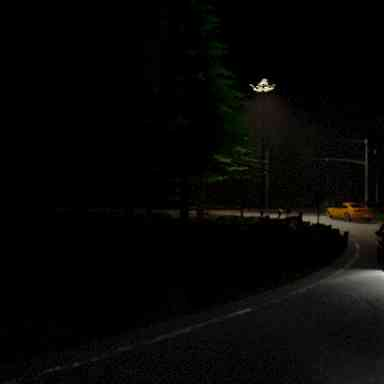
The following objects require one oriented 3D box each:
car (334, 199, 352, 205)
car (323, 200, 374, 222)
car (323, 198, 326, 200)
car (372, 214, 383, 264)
[{"bbox_3d":[32.399,2.117,71.341,1.895,1.301,4.718,0,0,2],"label":"car"},{"bbox_3d":[13.450,1.700,28.667,1.882,1.535,5.008,0,0,-6],"label":"car"},{"bbox_3d":[31.084,2.116,81.280,1.994,1.385,4.181,0,0,-18],"label":"car"},{"bbox_3d":[7.706,1.652,11.865,2.033,1.411,5.357,0,0,29],"label":"car"}]
